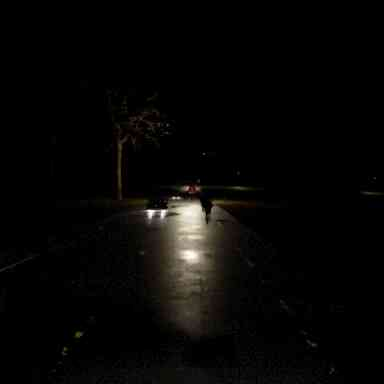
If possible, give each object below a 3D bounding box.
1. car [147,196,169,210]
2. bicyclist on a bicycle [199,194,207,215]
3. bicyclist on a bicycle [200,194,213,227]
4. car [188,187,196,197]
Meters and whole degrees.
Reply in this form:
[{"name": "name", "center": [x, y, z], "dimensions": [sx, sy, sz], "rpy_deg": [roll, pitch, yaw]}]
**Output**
[{"name": "car", "center": [-3.566, 1.160, 35.262], "dimensions": [1.994, 1.385, 4.181], "rpy_deg": [0, 1, 0]}, {"name": "bicyclist on a bicycle", "center": [0.967, 1.057, 29.120], "dimensions": [0.659, 1.776, 1.843], "rpy_deg": [0, 1, 0]}, {"name": "bicyclist on a bicycle", "center": [0.966, 1.167, 20.122], "dimensions": [0.659, 1.776, 1.843], "rpy_deg": [0, 1, 0]}, {"name": "car", "center": [0.009, 0.249, 75.148], "dimensions": [2.128, 1.511, 4.902], "rpy_deg": [0, 2, 0]}]
